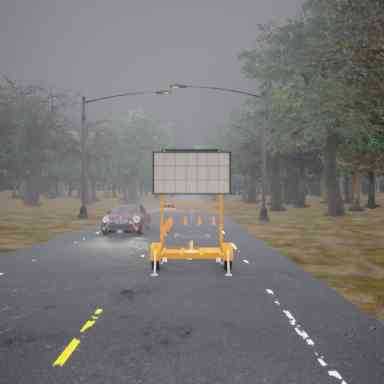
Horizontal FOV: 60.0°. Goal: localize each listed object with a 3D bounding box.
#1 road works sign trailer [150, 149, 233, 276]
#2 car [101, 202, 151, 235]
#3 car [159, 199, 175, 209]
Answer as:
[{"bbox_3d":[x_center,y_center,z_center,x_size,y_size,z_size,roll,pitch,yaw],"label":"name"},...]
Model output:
[{"bbox_3d":[-0.010,0.476,10.372,2.380,3.560,2.880,0,0,0],"label":"road works sign trailer"},{"bbox_3d":[-3.588,1.375,18.759,2.097,1.767,4.553,0,0,0],"label":"car"},{"bbox_3d":[-3.471,1.634,46.989,1.994,1.385,4.181,0,0,0],"label":"car"}]
